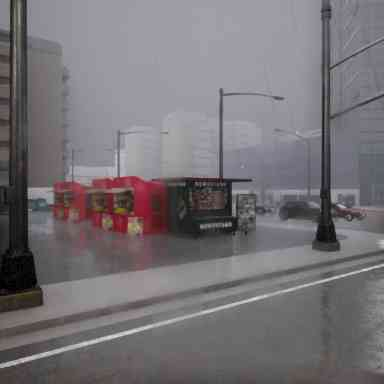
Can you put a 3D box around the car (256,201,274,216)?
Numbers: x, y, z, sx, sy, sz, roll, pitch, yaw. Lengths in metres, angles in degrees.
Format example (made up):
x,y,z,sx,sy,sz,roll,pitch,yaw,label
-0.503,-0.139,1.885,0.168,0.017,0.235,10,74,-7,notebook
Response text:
x,y,z,sx,sy,sz,roll,pitch,yaw,label
6.804,1.704,35.722,2.128,1.511,4.902,0,-1,-36,car

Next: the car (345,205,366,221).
x,y,z,sx,sy,sz,roll,pitch,yaw,label
12.232,1.632,28.209,1.812,1.442,4.674,0,-1,-36,car

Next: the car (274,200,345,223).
x,y,z,sx,sy,sz,roll,pitch,yaw,label
9.192,1.459,26.440,2.097,1.767,4.553,0,-1,-36,car
